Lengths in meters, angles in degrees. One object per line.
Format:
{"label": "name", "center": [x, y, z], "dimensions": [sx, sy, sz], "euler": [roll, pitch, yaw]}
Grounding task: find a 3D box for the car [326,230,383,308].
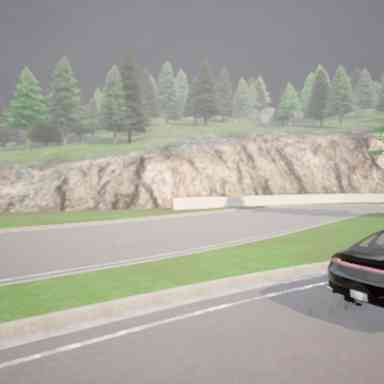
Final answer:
{"label": "car", "center": [4.795, 1.397, 6.373], "dimensions": [4.902, 1.511, 2.128], "euler": [-1, 0, -27]}
